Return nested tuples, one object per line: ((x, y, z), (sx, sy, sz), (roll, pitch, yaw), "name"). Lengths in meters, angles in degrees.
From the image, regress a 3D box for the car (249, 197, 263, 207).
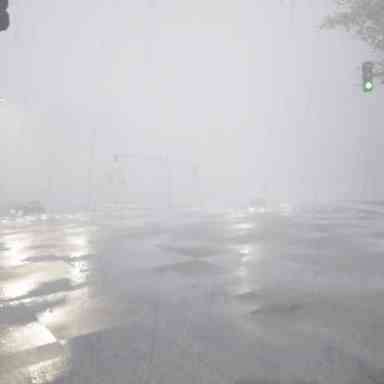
((9.059, 1.387, 46.773), (1.895, 1.301, 4.718), (-2, 0, 12), "car")

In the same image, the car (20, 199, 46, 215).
((-17.808, 1.711, 37.489), (1.837, 1.490, 4.892), (-3, 1, -32), "car")

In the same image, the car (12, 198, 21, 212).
((-23.153, 1.924, 45.765), (1.994, 1.385, 4.181), (-3, 1, -32), "car")

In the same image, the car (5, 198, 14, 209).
((-29.220, 2.039, 55.205), (2.128, 1.511, 4.902), (-3, 1, -32), "car")
